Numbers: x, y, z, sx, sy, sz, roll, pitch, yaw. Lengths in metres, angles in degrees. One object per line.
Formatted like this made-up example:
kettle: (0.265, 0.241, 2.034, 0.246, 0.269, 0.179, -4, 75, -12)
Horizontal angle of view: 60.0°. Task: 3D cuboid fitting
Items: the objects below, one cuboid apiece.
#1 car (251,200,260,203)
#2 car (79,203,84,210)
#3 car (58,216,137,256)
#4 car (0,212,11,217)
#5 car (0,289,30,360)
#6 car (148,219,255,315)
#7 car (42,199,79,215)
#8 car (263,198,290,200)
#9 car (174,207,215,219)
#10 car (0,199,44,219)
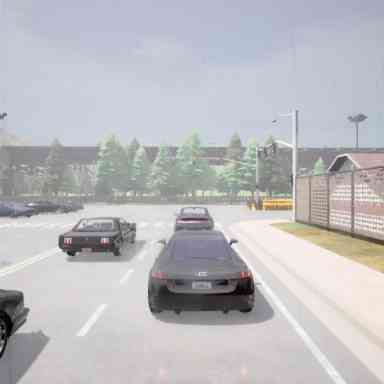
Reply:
car: (11.749, 1.601, 52.386, 4.718, 1.301, 1.895, 0, 0, -2)
car: (-14.672, 1.492, 37.364, 4.902, 1.511, 2.128, 0, 0, -2)
car: (-3.399, 1.601, 12.997, 1.895, 1.301, 4.718, 0, 0, 0)
car: (-7.081, 1.491, 8.424, 2.128, 1.511, 4.902, 0, 0, 0)
car: (-3.399, 1.547, 2.602, 2.033, 1.411, 5.357, 0, 0, 0)
car: (0.147, 1.564, 7.677, 1.994, 1.385, 4.181, 0, 0, -1)
car: (-14.540, 1.505, 33.867, 4.892, 1.490, 1.837, 0, 0, -2)
car: (12.286, 1.600, 45.367, 4.718, 1.301, 1.895, 0, 0, -3)
car: (0.118, 1.492, 16.580, 2.128, 1.511, 4.902, 0, 0, 1)
car: (-16.113, 1.547, 29.011, 5.357, 1.411, 2.033, 0, 0, 17)
